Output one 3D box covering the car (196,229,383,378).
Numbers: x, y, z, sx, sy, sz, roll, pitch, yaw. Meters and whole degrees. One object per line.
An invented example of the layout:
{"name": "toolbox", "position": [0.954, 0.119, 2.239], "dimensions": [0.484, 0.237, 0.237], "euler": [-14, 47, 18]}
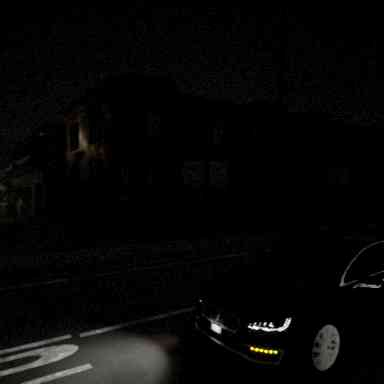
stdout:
{"name": "car", "position": [2.334, 1.431, 5.484], "dimensions": [4.892, 1.490, 1.837], "euler": [-1, 1, -33]}
